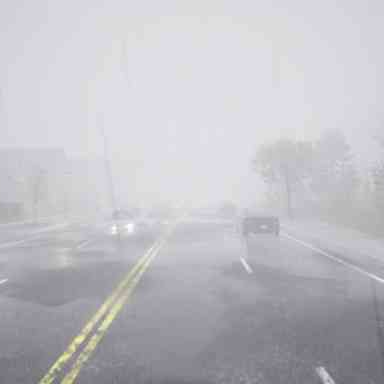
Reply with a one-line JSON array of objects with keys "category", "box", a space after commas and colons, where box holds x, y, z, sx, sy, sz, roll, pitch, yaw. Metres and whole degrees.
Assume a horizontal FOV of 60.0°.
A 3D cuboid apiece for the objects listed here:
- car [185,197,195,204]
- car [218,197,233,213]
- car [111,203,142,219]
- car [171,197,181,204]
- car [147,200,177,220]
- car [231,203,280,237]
[{"category": "car", "box": [-0.363, 1.832, 71.895, 2.033, 1.411, 5.357, 0, 0, 4]}, {"category": "car", "box": [4.281, 1.721, 40.076, 1.812, 1.442, 4.674, 0, 0, 3]}, {"category": "car", "box": [-6.034, 1.752, 30.973, 1.895, 1.301, 4.718, 0, 0, 2]}, {"category": "car", "box": [-3.601, 1.821, 72.163, 2.128, 1.511, 4.902, 0, 0, 4]}, {"category": "car", "box": [-2.807, 1.697, 30.437, 2.033, 1.411, 5.357, 0, 0, 2]}, {"category": "car", "box": [3.574, 1.572, 18.831, 1.882, 1.535, 5.008, 0, 0, 1]}]
